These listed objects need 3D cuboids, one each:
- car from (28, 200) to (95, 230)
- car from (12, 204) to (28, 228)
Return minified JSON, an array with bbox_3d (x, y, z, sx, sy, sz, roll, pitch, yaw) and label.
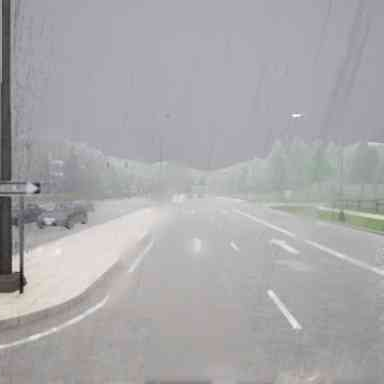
[{"bbox_3d":[-8.086,1.483,21.252,2.128,1.511,4.902,0,0,0],"label":"car"},{"bbox_3d":[-11.584,1.539,22.581,2.033,1.411,5.357,0,0,0],"label":"car"}]
